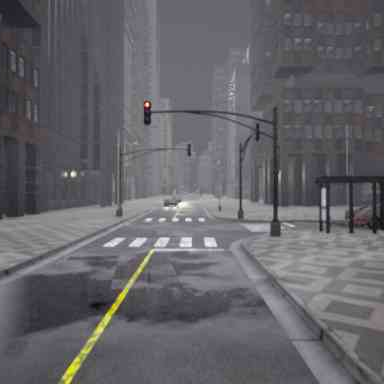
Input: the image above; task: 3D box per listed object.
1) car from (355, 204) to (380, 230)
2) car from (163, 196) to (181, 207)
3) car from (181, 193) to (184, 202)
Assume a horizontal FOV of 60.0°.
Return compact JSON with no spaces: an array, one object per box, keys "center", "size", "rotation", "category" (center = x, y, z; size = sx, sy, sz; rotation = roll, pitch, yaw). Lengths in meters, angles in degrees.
[{"center":[11.478,1.419,19.418],"size":[4.674,1.442,1.812],"rotation":[0,-1,0],"category":"car"},{"center":[-3.163,1.546,50.001],"size":[1.994,1.385,4.181],"rotation":[0,0,0],"category":"car"},{"center":[-3.098,1.481,69.086],"size":[1.882,1.535,5.008],"rotation":[0,0,0],"category":"car"}]
